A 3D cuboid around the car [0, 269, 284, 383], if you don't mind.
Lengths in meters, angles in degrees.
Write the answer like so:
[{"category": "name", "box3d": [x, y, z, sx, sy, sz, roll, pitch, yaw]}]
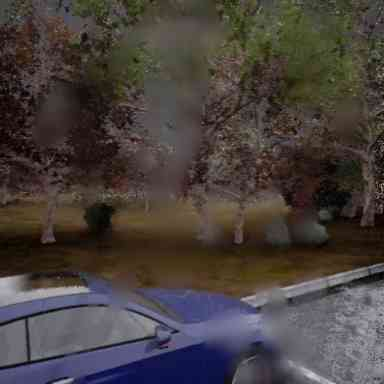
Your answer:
[{"category": "car", "box3d": [-1.192, 1.522, 3.208, 4.674, 1.452, 2.002, 0, 0, -33]}]
